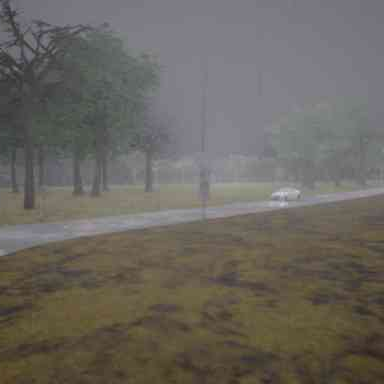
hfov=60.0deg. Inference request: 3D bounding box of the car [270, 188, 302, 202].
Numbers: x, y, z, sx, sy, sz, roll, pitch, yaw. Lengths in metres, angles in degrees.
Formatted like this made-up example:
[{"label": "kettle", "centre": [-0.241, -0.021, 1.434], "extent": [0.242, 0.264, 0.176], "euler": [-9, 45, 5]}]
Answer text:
[{"label": "car", "centre": [10.741, 0.245, 37.808], "extent": [1.812, 1.442, 4.674], "euler": [1, 3, 44]}]
